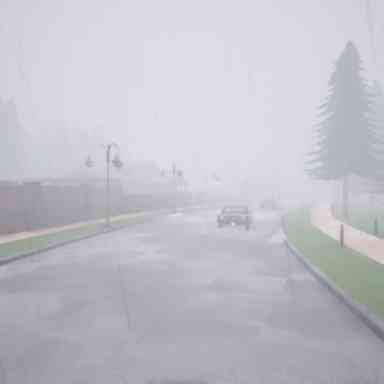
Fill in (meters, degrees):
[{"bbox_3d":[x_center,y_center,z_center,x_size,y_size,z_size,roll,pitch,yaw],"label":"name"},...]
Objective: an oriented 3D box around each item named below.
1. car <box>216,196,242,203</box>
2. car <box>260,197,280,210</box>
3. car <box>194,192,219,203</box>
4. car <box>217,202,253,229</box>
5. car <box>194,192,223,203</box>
[{"bbox_3d":[4.710,1.451,38.554,1.895,1.301,4.718,0,0,22],"label":"car"},{"bbox_3d":[9.435,1.366,40.179,1.837,1.490,4.892,0,0,22],"label":"car"},{"bbox_3d":[2.227,0.943,55.368,3.866,1.878,1.905,0,0,23],"label":"car"},{"bbox_3d":[2.853,1.519,21.195,1.895,1.301,4.718,0,0,13],"label":"car"},{"bbox_3d":[2.850,0.933,57.835,4.605,1.855,1.932,0,0,23],"label":"car"}]
